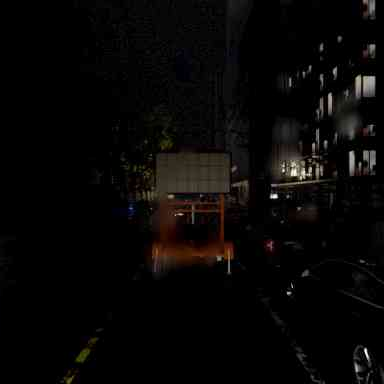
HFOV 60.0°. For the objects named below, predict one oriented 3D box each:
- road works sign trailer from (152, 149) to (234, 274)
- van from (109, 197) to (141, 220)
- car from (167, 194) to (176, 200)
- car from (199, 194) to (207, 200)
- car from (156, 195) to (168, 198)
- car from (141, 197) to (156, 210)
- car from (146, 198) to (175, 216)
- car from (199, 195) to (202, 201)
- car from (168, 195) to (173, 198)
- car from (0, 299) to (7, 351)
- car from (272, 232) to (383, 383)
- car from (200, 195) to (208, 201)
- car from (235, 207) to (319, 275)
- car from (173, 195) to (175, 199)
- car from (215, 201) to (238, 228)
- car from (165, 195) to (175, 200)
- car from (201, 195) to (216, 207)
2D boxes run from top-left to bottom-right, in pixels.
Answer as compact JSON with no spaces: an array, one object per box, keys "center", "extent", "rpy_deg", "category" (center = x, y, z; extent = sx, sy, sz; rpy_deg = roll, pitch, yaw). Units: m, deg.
[{"center":[0.032,0.462,10.506],"extent":[2.380,3.560,2.880],"rpy_deg":[0,0,1],"category":"road works sign trailer"},{"center":[-5.643,1.323,27.515],"extent":[1.690,1.788,3.998],"rpy_deg":[0,0,0],"category":"van"},{"center":[-5.544,1.376,90.027],"extent":[2.008,1.369,4.403],"rpy_deg":[0,0,0],"category":"car"},{"center":[2.836,1.377,89.987],"extent":[2.008,1.369,4.403],"rpy_deg":[0,0,0],"category":"car"},{"center":[-5.598,1.474,55.929],"extent":[1.887,1.381,4.507],"rpy_deg":[0,0,0],"category":"car"},{"center":[-5.626,1.546,38.881],"extent":[1.802,1.307,4.206],"rpy_deg":[0,0,0],"category":"car"},{"center":[-2.952,1.576,32.129],"extent":[1.895,1.301,4.718],"rpy_deg":[0,0,0],"category":"car"},{"center":[2.800,1.444,67.261],"extent":[1.887,1.381,4.507],"rpy_deg":[0,0,0],"category":"car"},{"center":[-5.581,1.450,67.296],"extent":[2.008,1.369,4.403],"rpy_deg":[0,0,0],"category":"car"},{"center":[-3.100,1.526,2.175],"extent":[1.812,1.442,4.674],"rpy_deg":[0,0,0],"category":"car"},{"center":[2.700,1.566,4.763],"extent":[1.947,1.339,4.313],"rpy_deg":[0,0,0],"category":"car"},{"center":[2.818,1.430,78.623],"extent":[1.947,1.339,4.313],"rpy_deg":[0,0,0],"category":"car"},{"center":[2.710,1.438,10.444],"extent":[1.967,1.590,4.097],"rpy_deg":[0,0,0],"category":"car"},{"center":[-5.562,1.390,78.490],"extent":[1.752,1.417,4.829],"rpy_deg":[0,0,0],"category":"car"},{"center":[2.728,1.514,21.980],"extent":[1.752,1.417,4.829],"rpy_deg":[0,0,0],"category":"car"},{"center":[-5.553,1.396,84.344],"extent":[2.008,1.369,4.403],"rpy_deg":[0,0,0],"category":"car"},{"center":[2.773,1.524,50.217],"extent":[1.802,1.307,4.206],"rpy_deg":[0,0,0],"category":"car"}]
